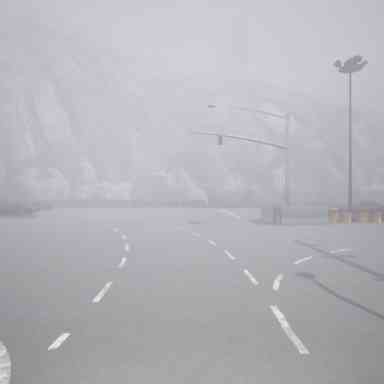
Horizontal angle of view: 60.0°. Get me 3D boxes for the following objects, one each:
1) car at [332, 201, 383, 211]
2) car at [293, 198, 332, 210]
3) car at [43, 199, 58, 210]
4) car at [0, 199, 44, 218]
[{"bbox_3d":[15.590,1.495,30.541,4.181,1.385,1.994,0,0,-3],"label":"car"},{"bbox_3d":[15.299,1.455,41.041,5.357,1.411,2.033,0,0,-3],"label":"car"},{"bbox_3d":[-18.570,1.501,39.290,4.718,1.301,1.895,0,0,-3],"label":"car"},{"bbox_3d":[-15.857,1.525,28.915,4.718,1.301,1.895,0,0,-3],"label":"car"}]
